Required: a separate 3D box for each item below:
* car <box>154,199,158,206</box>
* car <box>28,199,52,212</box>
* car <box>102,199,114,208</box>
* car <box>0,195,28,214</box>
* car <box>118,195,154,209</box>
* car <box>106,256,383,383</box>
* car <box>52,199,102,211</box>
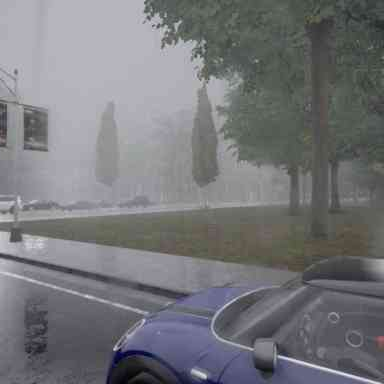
[{"bbox_3d":[-8.150,1.827,59.652,2.128,1.511,4.902,0,0,36],"label":"car"},{"bbox_3d":[-19.778,1.687,43.090,1.882,1.535,5.008,0,0,35],"label":"car"},{"bbox_3d":[-14.096,1.828,51.209,1.994,1.385,4.181,0,0,35],"label":"car"},{"bbox_3d":[-21.085,1.391,35.563,2.150,2.045,5.566,0,0,34],"label":"car"},{"bbox_3d":[-9.132,1.507,52.631,2.150,2.045,5.566,0,0,36],"label":"car"},{"bbox_3d":[1.395,1.352,2.694,4.553,1.767,2.097,0,0,36],"label":"car"},{"bbox_3d":[-15.121,1.770,44.079,2.033,1.411,5.357,0,0,35],"label":"car"}]
